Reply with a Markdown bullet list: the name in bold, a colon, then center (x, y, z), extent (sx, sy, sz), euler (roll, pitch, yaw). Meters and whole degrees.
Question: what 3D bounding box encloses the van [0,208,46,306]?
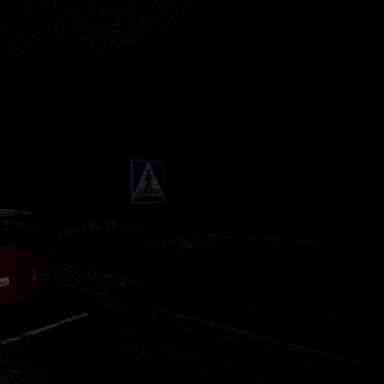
- **van**: center (-5.003, 1.277, 6.884), extent (4.442, 1.987, 1.878), euler (0, 0, 35)
